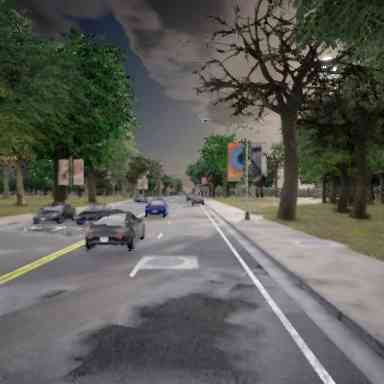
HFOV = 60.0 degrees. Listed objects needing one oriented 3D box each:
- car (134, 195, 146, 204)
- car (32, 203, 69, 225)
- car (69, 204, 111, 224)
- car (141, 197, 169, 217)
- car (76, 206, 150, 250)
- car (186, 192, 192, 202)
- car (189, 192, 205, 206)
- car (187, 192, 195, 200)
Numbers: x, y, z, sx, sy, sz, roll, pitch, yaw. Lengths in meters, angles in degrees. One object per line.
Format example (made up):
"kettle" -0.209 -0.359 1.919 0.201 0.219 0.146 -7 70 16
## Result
"car" -9.954 1.334 64.521 2.097 1.767 4.553 0 0 0
"car" -9.880 1.536 24.389 1.812 1.442 4.674 0 0 0
"car" -6.628 1.558 23.713 2.033 1.411 5.357 0 0 0
"car" -3.199 1.487 31.010 1.882 1.535 5.008 0 0 0
"car" -3.147 1.537 14.211 1.812 1.442 4.674 0 0 0
"car" -0.225 1.203 73.093 2.097 1.767 4.553 0 0 0
"car" 0.987 1.344 55.678 2.097 1.767 4.553 0 0 0
"car" -0.306 1.086 91.137 2.150 2.045 5.566 0 0 0
